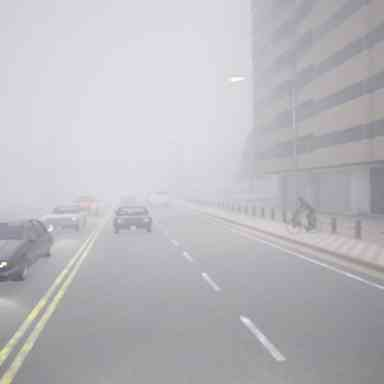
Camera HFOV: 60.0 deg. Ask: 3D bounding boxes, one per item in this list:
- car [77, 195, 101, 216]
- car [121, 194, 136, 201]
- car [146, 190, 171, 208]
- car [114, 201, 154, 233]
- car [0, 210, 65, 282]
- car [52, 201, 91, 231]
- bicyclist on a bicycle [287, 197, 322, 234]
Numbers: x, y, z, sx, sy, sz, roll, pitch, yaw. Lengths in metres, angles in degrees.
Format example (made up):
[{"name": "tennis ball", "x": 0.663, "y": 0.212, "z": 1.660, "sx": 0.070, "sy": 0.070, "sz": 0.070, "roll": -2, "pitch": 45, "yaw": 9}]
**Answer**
[{"name": "car", "x": -9.146, "y": 1.113, "z": 28.879, "sx": 2.097, "sy": 1.767, "sz": 4.553, "roll": -1, "pitch": 1, "yaw": -11}, {"name": "car", "x": -8.238, "y": 1.021, "z": 43.292, "sx": 1.882, "sy": 1.535, "sz": 5.008, "roll": -1, "pitch": 1, "yaw": -11}, {"name": "car", "x": -3.811, "y": 0.752, "z": 38.929, "sx": 2.150, "sy": 2.045, "sz": 5.566, "roll": -1, "pitch": 1, "yaw": -11}, {"name": "car", "x": -3.291, "y": 1.411, "z": 18.314, "sx": 1.895, "sy": 1.301, "sz": 4.718, "roll": -1, "pitch": 1, "yaw": -11}, {"name": "car", "x": -5.378, "y": 1.513, "z": 9.766, "sx": 2.033, "sy": 1.411, "sz": 5.357, "roll": -1, "pitch": 1, "yaw": -11}, {"name": "car", "x": -7.239, "y": 1.466, "z": 19.193, "sx": 1.895, "sy": 1.301, "sz": 4.718, "roll": -1, "pitch": 1, "yaw": -11}, {"name": "bicyclist on a bicycle", "x": 4.882, "y": 1.028, "z": 14.458, "sx": 1.656, "sy": 1.620, "sz": 0.582, "roll": -1, "pitch": 1, "yaw": -11}]
